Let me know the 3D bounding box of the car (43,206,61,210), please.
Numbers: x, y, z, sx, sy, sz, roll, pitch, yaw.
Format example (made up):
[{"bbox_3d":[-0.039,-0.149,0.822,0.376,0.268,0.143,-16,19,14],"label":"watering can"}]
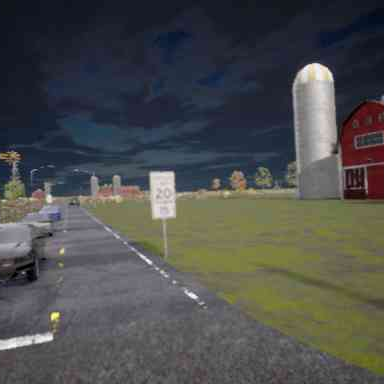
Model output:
[{"bbox_3d":[-14.395,2.149,33.889,1.882,1.535,5.008,-3,0,-20],"label":"car"}]

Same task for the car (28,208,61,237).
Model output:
[{"bbox_3d":[-9.557,1.995,20.771,2.033,1.411,5.357,-3,0,-21],"label":"car"}]

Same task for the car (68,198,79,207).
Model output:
[{"bbox_3d":[-26.347,2.306,74.216,2.150,2.045,5.566,-3,0,-20],"label":"car"}]

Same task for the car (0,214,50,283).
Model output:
[{"bbox_3d":[-5.728,1.745,10.432,1.882,1.535,5.008,-3,0,-20],"label":"car"}]
